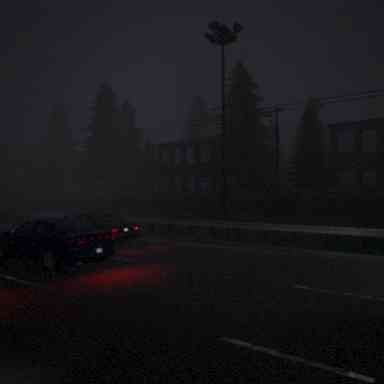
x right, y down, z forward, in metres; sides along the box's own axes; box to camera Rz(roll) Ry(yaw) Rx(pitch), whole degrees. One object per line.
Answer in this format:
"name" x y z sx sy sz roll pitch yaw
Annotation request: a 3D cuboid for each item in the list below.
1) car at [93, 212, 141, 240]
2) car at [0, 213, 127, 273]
"car" -4.829 1.670 15.527 5.357 1.411 2.033 -1 0 36
"car" -4.721 1.575 11.149 5.008 1.535 1.882 -1 0 36
